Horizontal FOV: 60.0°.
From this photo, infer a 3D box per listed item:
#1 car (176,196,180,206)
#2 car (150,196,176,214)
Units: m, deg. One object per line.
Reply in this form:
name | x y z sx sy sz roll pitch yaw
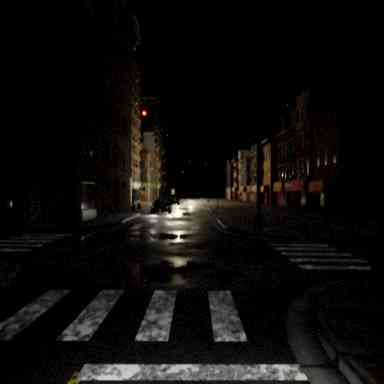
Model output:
car | -2.854 1.328 50.260 1.812 1.442 4.674 0 0 0
car | -2.864 1.336 32.149 1.812 1.442 4.674 0 0 0
